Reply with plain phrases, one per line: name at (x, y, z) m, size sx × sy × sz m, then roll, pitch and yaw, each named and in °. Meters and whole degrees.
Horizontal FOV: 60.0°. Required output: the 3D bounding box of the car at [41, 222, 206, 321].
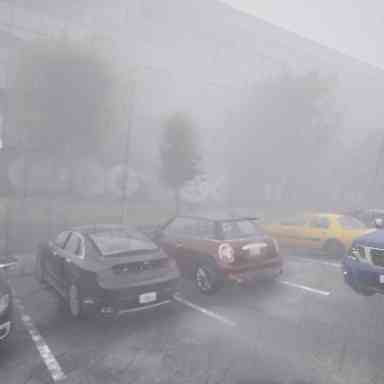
car at (-2.123, 1.471, 7.445) m, size 2.231 × 1.521 × 4.892 m, roll 0°, pitch 0°, yaw -36°

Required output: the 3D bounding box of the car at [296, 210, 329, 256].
car at (4.587, 1.435, 12.468) m, size 1.946 × 1.575 × 5.366 m, roll 0°, pitch 0°, yaw -36°

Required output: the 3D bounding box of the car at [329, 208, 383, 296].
car at (5.717, 1.187, 7.457) m, size 5.566 × 2.045 × 2.150 m, roll 0°, pitch 0°, yaw -35°

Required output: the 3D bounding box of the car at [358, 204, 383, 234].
car at (11.501, 1.436, 17.209) m, size 2.163 × 1.488 × 4.792 m, roll 0°, pitch 0°, yaw -36°

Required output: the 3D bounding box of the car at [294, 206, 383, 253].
car at (6.952, 1.457, 13.963) m, size 2.163 × 1.488 × 4.792 m, roll 0°, pitch 0°, yaw -35°

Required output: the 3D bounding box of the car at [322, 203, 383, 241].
car at (9.136, 1.414, 15.714) m, size 1.946 × 1.575 × 5.366 m, roll 0°, pitch 0°, yaw -36°

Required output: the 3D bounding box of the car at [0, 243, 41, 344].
car at (-4.405, 1.482, 5.832) m, size 2.231 × 1.521 × 4.892 m, roll 0°, pitch 0°, yaw -35°

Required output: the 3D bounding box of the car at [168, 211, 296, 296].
car at (0.164, 1.334, 9.045) m, size 2.185 × 1.767 × 4.553 m, roll 0°, pitch 0°, yaw -35°
